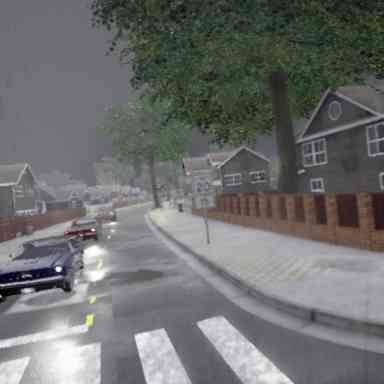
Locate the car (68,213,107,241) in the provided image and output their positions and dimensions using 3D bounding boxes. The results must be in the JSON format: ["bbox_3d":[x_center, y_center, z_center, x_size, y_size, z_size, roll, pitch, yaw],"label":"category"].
[{"bbox_3d":[-6.652,2.330,20.646,1.895,1.301,4.718,-6,0,-11],"label":"car"}]

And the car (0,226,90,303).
[{"bbox_3d":[-4.389,2.087,10.064,1.895,1.301,4.718,-6,0,-12],"label":"car"}]

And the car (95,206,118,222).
[{"bbox_3d":[-9.389,2.376,36.345,2.097,1.767,4.553,-6,0,-8],"label":"car"}]
